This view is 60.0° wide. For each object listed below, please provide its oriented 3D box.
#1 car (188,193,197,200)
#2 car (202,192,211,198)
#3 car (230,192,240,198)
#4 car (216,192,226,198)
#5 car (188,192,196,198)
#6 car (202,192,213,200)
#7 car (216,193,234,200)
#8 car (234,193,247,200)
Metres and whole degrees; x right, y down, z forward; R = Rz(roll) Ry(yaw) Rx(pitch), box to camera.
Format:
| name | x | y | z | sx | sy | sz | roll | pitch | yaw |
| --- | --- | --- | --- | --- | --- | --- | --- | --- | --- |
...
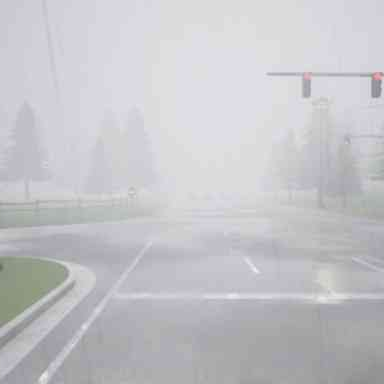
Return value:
| name | x | y | z | sx | sy | sz | roll | pitch | yaw |
| --- | --- | --- | --- | --- | --- | --- | --- | --- | --- |
| car | 0.040 | 0.960 | 71.235 | 2.128 | 1.511 | 4.902 | 0 | 0 | 0 |
| car | 3.546 | 0.719 | 81.651 | 2.128 | 1.511 | 4.902 | 0 | 0 | 0 |
| car | 10.546 | 0.789 | 81.678 | 1.895 | 1.301 | 4.718 | 0 | 0 | 0 |
| car | 7.046 | 0.789 | 81.680 | 1.895 | 1.301 | 4.718 | 0 | 0 | 0 |
| car | 0.046 | 0.789 | 81.684 | 1.895 | 1.301 | 4.718 | 0 | 0 | 0 |
| car | 3.540 | 0.912 | 71.233 | 1.882 | 1.535 | 5.008 | 0 | 0 | 0 |
| car | 7.040 | 0.960 | 71.231 | 2.128 | 1.511 | 4.902 | 0 | 0 | 0 |
| car | 10.540 | 0.974 | 71.229 | 2.033 | 1.411 | 5.357 | 0 | 0 | 0 |
